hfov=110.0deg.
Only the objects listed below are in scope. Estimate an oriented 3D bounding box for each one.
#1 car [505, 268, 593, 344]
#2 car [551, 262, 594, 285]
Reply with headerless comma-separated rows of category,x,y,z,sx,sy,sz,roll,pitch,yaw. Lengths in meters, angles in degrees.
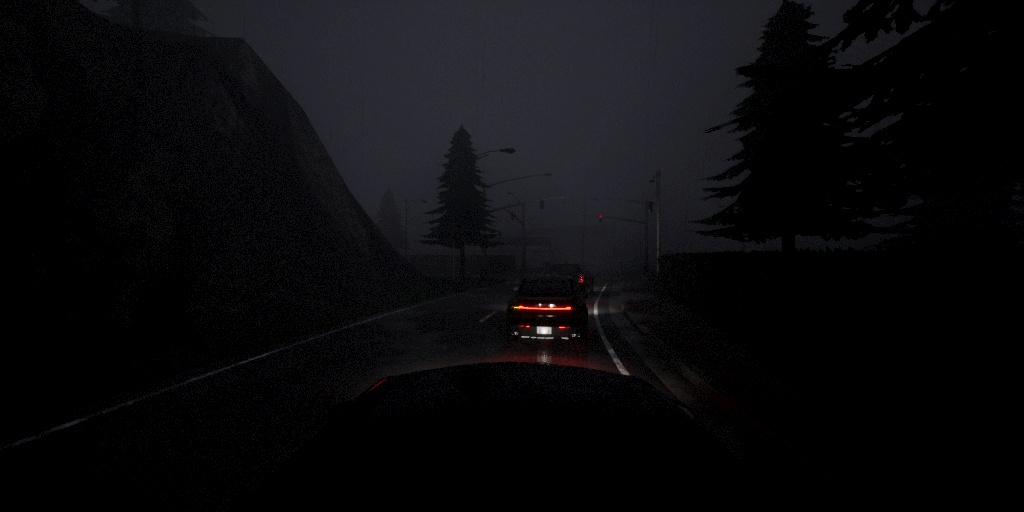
car,1.020,1.255,9.637,1.837,1.490,4.892,0,0,9
car,3.022,1.102,18.558,2.097,1.767,4.553,0,0,17
